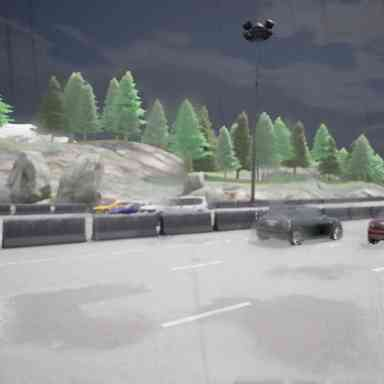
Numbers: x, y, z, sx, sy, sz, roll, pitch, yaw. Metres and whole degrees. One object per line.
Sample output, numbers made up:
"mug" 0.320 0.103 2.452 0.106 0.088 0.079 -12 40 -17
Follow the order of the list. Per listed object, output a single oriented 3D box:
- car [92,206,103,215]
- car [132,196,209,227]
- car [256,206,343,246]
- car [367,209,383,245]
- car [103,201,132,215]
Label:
"car" -7.321 1.634 33.046 5.008 1.535 1.882 0 0 -36
"car" -1.241 1.329 24.485 5.566 2.045 2.150 0 0 -36
"car" 5.292 1.467 16.125 4.553 1.767 2.097 0 0 -36
"car" 10.024 1.484 15.202 4.553 1.767 2.097 0 0 -36
"car" -5.288 1.657 30.197 4.674 1.442 1.812 0 0 -36
